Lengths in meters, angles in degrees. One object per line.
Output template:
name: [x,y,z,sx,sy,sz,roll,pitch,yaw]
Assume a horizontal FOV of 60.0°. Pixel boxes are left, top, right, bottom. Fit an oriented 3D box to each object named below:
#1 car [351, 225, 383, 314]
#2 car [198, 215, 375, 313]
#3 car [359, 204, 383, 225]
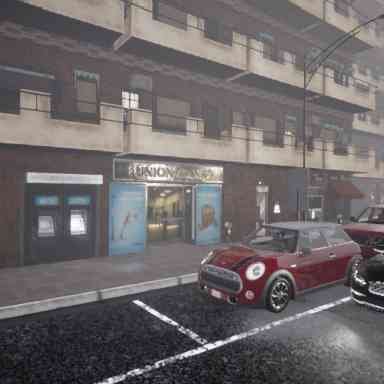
car: [5.181,1.508,6.803,4.892,1.490,1.837,0,0,-36]
car: [2.087,1.442,7.593,4.097,1.590,1.967,0,0,-36]
car: [6.588,1.321,10.815,5.009,1.841,2.192,0,0,-36]
